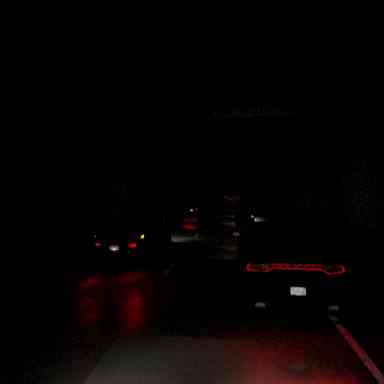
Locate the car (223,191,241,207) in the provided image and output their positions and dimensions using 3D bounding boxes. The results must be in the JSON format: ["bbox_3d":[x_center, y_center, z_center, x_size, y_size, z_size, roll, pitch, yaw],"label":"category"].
[{"bbox_3d":[5.322,0.834,44.069,2.150,2.045,5.566,0,0,8],"label":"car"}]

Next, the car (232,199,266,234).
[{"bbox_3d":[3.218,1.350,17.693,1.837,1.490,4.892,0,1,7],"label":"car"}]

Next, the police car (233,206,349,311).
[{"bbox_3d":[2.010,1.356,7.876,1.930,1.638,5.238,0,1,7],"label":"police car"}]

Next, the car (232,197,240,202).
[{"bbox_3d":[3.952,1.319,23.648,1.812,1.442,4.674,0,1,7],"label":"car"}]

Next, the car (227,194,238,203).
[{"bbox_3d":[6.985,1.021,57.789,1.812,1.442,4.674,0,1,7],"label":"car"}]

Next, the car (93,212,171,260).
[{"bbox_3d":[-1.959,1.419,11.862,1.812,1.442,4.674,0,1,7],"label":"car"}]

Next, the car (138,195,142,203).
[{"bbox_3d":[-7.791,1.104,52.075,1.994,1.385,4.181,0,0,7],"label":"car"}]

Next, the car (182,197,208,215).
[{"bbox_3d":[0.272,1.239,30.180,1.837,1.490,4.892,0,1,7],"label":"car"}]
